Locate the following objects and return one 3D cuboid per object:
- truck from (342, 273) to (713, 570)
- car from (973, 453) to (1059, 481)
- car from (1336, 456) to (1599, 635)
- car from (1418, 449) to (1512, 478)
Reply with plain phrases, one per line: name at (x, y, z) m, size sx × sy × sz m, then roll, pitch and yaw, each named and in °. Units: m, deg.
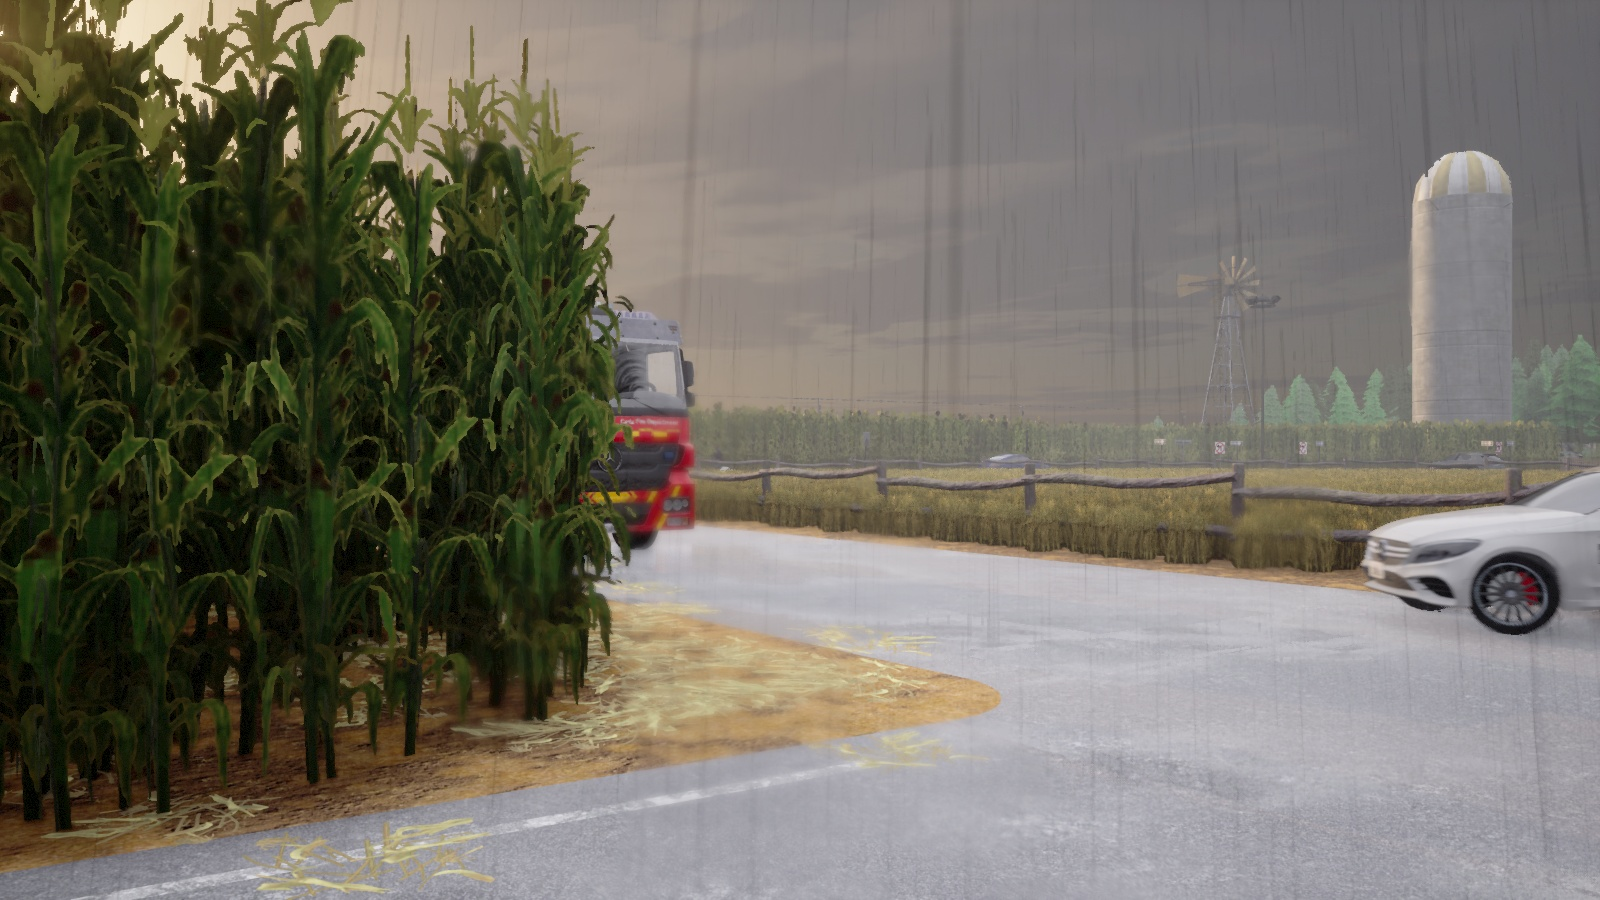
truck at (-4.841, -0.361, 20.510) m, size 2.891 × 3.827 × 8.468 m, roll 0°, pitch 0°, yaw -35°
car at (11.670, 0.897, 67.725) m, size 4.674 × 1.442 × 1.812 m, roll 0°, pitch 0°, yaw -34°
car at (7.446, 0.782, 11.072) m, size 4.674 × 1.442 × 1.812 m, roll 0°, pitch 0°, yaw 5°
car at (39.813, 0.775, 75.351) m, size 2.033 × 1.649 × 4.856 m, roll -1°, pitch 0°, yaw -19°
